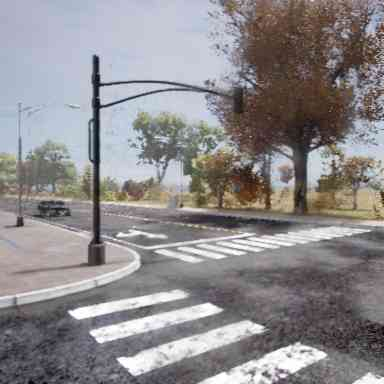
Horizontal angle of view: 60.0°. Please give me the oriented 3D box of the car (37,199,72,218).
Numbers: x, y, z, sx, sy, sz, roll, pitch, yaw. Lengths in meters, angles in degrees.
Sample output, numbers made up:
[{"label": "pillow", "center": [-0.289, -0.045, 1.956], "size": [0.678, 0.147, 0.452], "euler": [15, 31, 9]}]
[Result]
[{"label": "car", "center": [-11.875, 1.427, 28.586], "size": [1.837, 1.490, 4.892], "euler": [-1, 1, -39]}]
